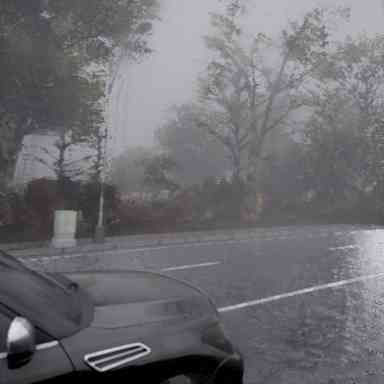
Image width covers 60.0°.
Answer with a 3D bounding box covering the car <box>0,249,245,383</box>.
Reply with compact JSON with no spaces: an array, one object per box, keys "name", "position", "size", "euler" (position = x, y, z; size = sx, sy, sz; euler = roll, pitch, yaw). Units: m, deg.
[{"name":"car","position":[-2.185,1.206,2.104],"size":[5.566,2.045,2.150],"euler":[0,0,-36]}]
